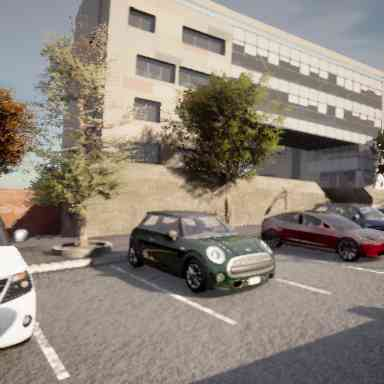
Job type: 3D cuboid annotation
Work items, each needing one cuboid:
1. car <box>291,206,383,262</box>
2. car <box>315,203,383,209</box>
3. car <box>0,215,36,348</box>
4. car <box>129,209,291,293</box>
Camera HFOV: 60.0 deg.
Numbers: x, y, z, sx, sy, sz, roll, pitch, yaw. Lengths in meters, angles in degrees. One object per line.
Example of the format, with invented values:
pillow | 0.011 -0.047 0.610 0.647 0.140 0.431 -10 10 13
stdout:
car | 4.747 1.455 12.317 2.163 1.488 4.792 0 0 -35
car | 6.987 1.286 13.991 2.185 1.767 4.553 0 0 -36
car | -4.350 1.230 5.829 2.435 2.045 5.566 0 0 -36
car | 0.062 1.328 9.050 2.185 1.767 4.553 0 0 -36
